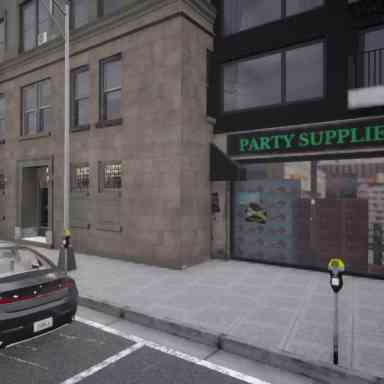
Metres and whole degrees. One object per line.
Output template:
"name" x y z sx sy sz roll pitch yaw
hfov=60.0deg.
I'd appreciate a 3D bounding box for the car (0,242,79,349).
"car" -3.788 1.551 5.746 4.403 1.369 2.008 0 0 35
